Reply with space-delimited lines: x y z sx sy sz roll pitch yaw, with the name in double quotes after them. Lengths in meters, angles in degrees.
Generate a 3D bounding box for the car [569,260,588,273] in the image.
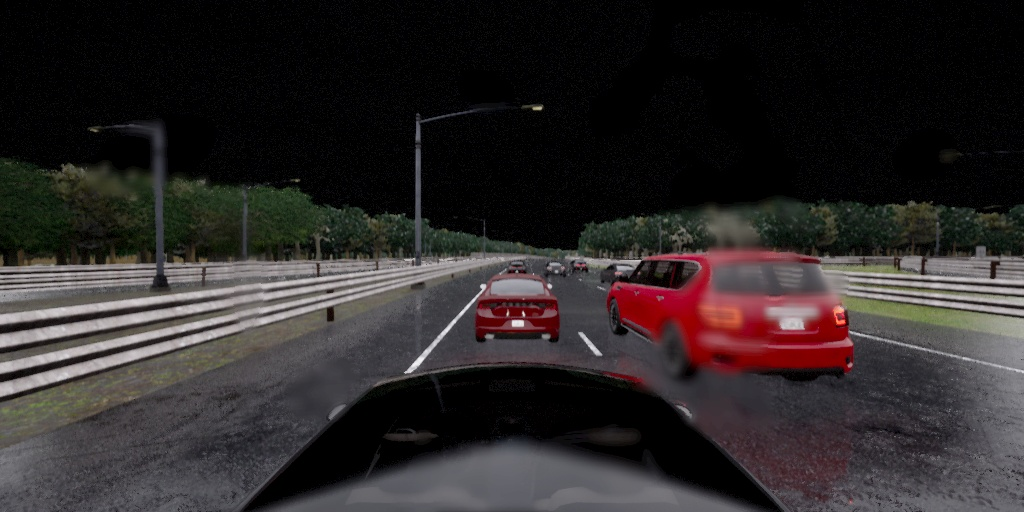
7.753 1.173 42.276 1.837 1.490 4.892 0 0 2 "car"

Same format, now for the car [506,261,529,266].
0.515 1.184 34.688 1.837 1.490 4.892 0 0 1 "car"

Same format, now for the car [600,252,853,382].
3.608 0.958 7.280 2.150 2.045 5.566 0 0 0 "car"

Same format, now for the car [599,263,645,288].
7.231 1.228 24.101 1.812 1.442 4.674 0 0 1 "car"

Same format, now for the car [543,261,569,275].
3.993 1.208 33.896 1.812 1.442 4.674 0 0 2 "car"

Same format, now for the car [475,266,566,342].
0.120 1.209 9.719 1.882 1.535 5.008 0 0 0 "car"
